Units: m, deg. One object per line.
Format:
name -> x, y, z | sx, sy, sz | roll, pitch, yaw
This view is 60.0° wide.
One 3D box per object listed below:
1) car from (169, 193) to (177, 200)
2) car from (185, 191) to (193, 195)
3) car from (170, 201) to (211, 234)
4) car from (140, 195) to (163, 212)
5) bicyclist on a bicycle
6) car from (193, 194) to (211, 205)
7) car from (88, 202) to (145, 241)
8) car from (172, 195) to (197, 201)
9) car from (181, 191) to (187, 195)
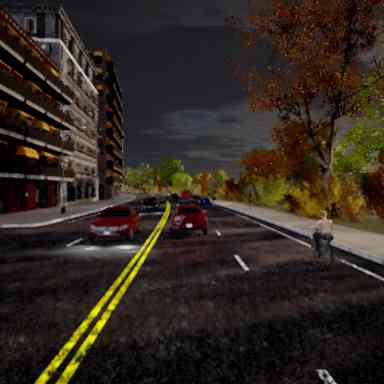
car -> -3.958, 1.047, 72.638 | 1.837, 1.490, 4.892 | 0, 0, -6
car -> 0.326, 1.103, 62.595 | 2.128, 1.511, 4.902 | 0, 1, -5
car -> -0.194, 1.419, 18.177 | 1.812, 1.442, 4.674 | 0, 0, -1
car -> -4.329, 1.297, 35.137 | 1.837, 1.490, 4.892 | 0, 0, -3
bicyclist on a bicycle -> 4.060, 1.374, 10.360 | 0.866, 1.612, 1.509 | 0, 0, -1
car -> 1.570, 1.269, 48.115 | 1.994, 1.385, 4.181 | 0, 0, -4
car -> -3.592, 1.433, 16.150 | 1.812, 1.442, 4.674 | 0, 0, -1
car -> -0.903, 1.333, 35.747 | 2.033, 1.411, 5.357 | 0, 0, -3
car -> -1.286, 0.732, 78.030 | 2.150, 2.045, 5.566 | 0, 0, -7
